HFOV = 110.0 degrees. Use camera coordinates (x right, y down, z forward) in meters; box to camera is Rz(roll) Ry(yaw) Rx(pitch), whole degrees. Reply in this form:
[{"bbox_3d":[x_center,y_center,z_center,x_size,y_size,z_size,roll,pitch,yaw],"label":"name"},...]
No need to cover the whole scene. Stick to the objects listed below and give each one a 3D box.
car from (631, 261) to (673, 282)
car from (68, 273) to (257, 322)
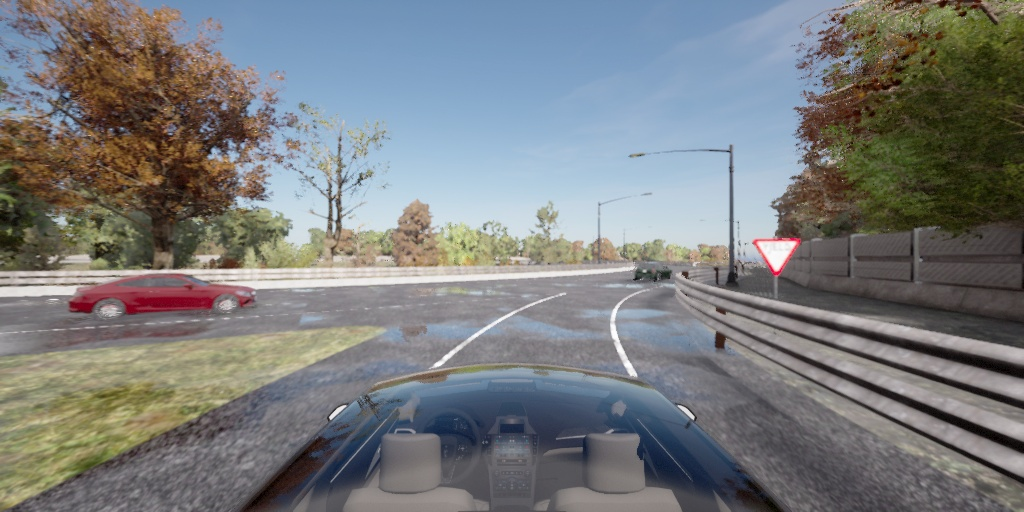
[{"bbox_3d":[12.906,1.358,32.565,2.097,1.767,4.553,0,-1,43],"label":"car"},{"bbox_3d":[-11.715,1.316,12.417,4.674,1.442,1.812,0,0,-31],"label":"car"}]
